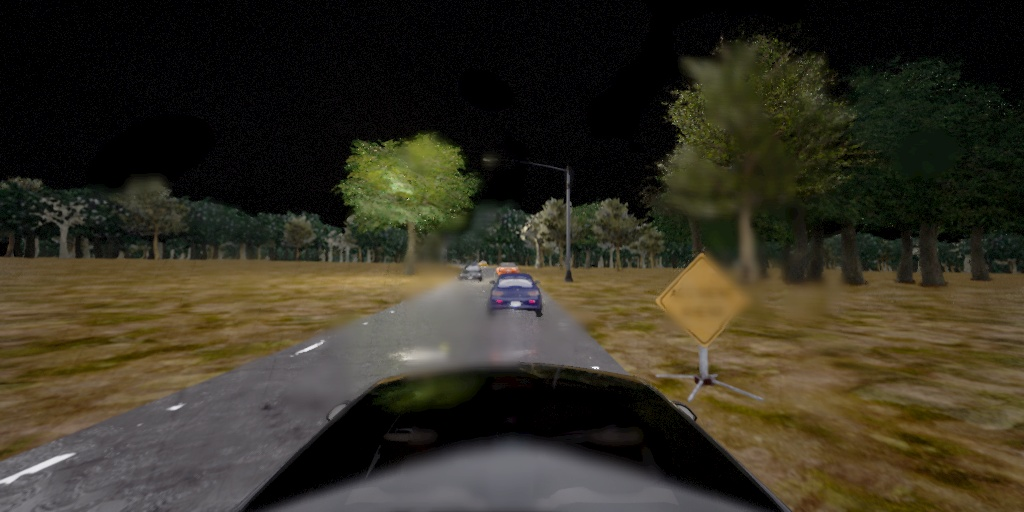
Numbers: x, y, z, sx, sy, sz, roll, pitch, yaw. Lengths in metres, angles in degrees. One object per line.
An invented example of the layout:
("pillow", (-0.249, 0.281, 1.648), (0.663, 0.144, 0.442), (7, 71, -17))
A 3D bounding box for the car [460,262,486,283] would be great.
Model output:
("car", (-3.521, 1.532, 31.808), (1.812, 1.442, 4.674), (0, -1, -3))

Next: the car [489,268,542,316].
("car", (0.117, 1.374, 13.732), (1.812, 1.442, 4.674), (0, 0, 0))

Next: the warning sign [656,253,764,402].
("warning sign", (2.660, 0.892, 4.962), (1.300, 1.860, 1.060), (0, 0, 0))

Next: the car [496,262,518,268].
("car", (-0.463, 1.385, 34.441), (2.097, 1.767, 4.553), (0, -1, -3))
